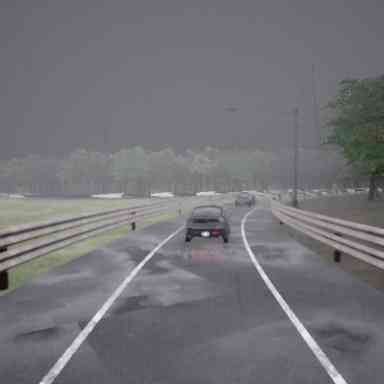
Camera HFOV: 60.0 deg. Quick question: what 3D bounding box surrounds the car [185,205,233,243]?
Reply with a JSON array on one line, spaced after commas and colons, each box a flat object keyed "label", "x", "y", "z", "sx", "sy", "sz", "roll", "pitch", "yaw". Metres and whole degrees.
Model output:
[{"label": "car", "x": 0.819, "y": 1.352, "z": 15.382, "sx": 1.837, "sy": 1.490, "sz": 4.892, "roll": 0, "pitch": 1, "yaw": 7}]

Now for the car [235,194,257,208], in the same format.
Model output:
[{"label": "car", "x": 6.248, "y": 0.966, "z": 38.311, "sx": 2.128, "sy": 1.511, "sz": 4.902, "roll": 0, "pitch": 1, "yaw": 20}]
